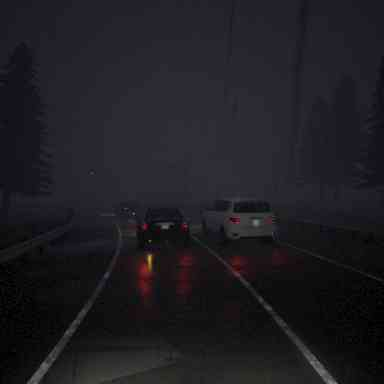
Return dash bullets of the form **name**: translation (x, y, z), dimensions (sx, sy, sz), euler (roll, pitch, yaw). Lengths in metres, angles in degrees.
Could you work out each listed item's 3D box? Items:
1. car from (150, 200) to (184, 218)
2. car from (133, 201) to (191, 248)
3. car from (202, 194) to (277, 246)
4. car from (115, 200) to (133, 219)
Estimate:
- **car**: translation (-2.417, 1.532, 30.916), dimensions (1.812, 1.442, 4.674), euler (0, 0, -21)
- **car**: translation (-1.430, 1.365, 14.902), dimensions (2.097, 1.767, 4.553), euler (0, 0, -11)
- **car**: translation (1.998, 1.257, 15.613), dimensions (2.150, 2.045, 5.566), euler (0, 0, -11)
- **car**: translation (-5.675, 1.515, 29.637), dimensions (1.837, 1.490, 4.892), euler (0, 0, -21)
